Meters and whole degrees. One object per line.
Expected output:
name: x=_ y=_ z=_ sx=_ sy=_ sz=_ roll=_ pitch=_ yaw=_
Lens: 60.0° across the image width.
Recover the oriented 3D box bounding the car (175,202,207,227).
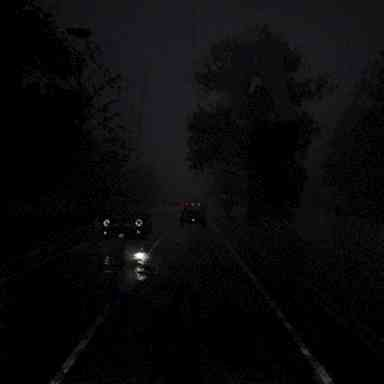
car: x=0.094 y=1.765 z=25.225 sx=2.128 sy=1.511 sz=4.902 roll=0 pitch=-1 yaw=0

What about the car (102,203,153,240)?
car: x=-3.353 y=1.512 z=17.989 sx=2.097 sy=1.767 sz=4.553 roll=0 pitch=-1 yaw=0

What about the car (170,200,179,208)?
car: x=-3.032 y=2.262 z=62.177 sx=1.994 sy=1.385 sz=4.181 roll=0 pitch=0 yaw=2

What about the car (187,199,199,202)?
car: x=0.107 y=1.726 z=41.796 sx=2.097 sy=1.767 sz=4.553 roll=1 pitch=-6 yaw=0
